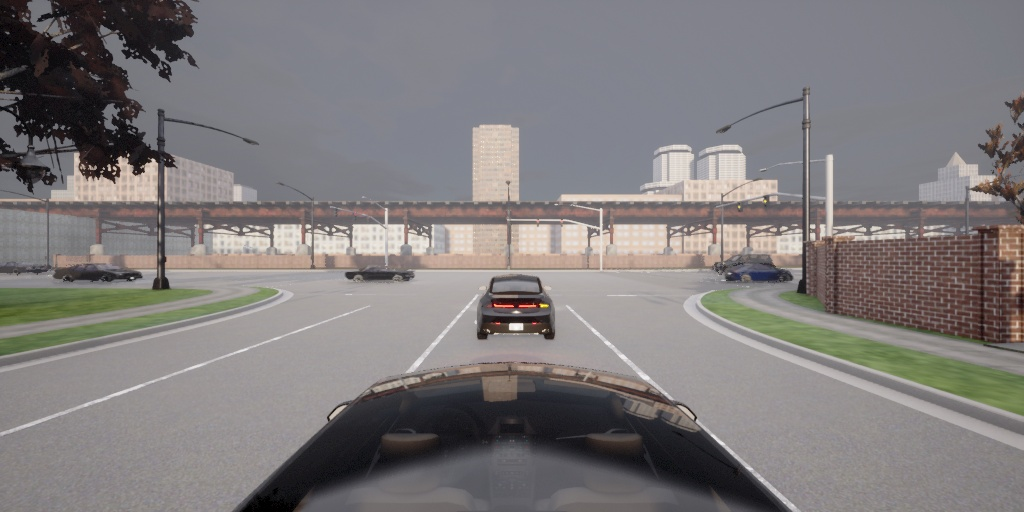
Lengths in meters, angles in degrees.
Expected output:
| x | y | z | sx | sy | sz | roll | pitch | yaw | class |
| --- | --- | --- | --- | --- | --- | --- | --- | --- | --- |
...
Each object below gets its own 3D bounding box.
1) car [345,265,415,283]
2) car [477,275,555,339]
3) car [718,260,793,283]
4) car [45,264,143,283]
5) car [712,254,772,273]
| x | y | z | sx | sy | sz | roll | pitch | yaw | class |
| --- | --- | --- | --- | --- | --- | --- | --- | --- | --- |
| -9.774 | 1.349 | 26.838 | 4.718 | 1.301 | 1.895 | 0 | 0 | 2 | car |
| 0.093 | 1.256 | 10.028 | 1.837 | 1.490 | 4.892 | 0 | 0 | 0 | car |
| 17.852 | 1.235 | 26.096 | 4.181 | 1.385 | 1.994 | 0 | 0 | 2 | car |
| -31.645 | 1.297 | 27.451 | 5.357 | 1.411 | 2.033 | 0 | 0 | 2 | car |
| 23.556 | 0.835 | 36.631 | 5.566 | 2.045 | 2.150 | -1 | 0 | 3 | car |
